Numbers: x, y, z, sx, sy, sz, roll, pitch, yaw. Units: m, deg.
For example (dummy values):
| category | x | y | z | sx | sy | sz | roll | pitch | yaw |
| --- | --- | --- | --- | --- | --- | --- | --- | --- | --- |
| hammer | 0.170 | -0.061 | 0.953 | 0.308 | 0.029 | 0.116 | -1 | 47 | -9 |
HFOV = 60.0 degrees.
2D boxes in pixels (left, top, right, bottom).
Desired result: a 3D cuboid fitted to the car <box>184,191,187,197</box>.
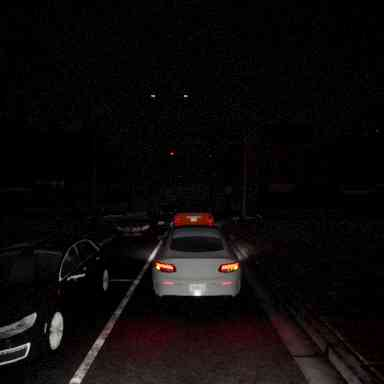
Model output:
| category | x | y | z | sx | sy | sz | roll | pitch | yaw |
| --- | --- | --- | --- | --- | --- | --- | --- | --- | --- |
| car | -2.731 | 1.299 | 71.228 | 2.192 | 1.841 | 5.009 | -1 | 0 | 0 |

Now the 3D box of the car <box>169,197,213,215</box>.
| category | x | y | z | sx | sy | sz | roll | pitch | yaw |
| --- | --- | --- | --- | --- | --- | --- | --- | --- | --- |
| car | 0.083 | 1.351 | 18.112 | 2.097 | 1.767 | 4.553 | 0 | 0 | 0 |

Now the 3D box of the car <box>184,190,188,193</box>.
| category | x | y | z | sx | sy | sz | roll | pitch | yaw |
| --- | --- | --- | --- | --- | --- | --- | --- | --- | --- |
| car | -2.745 | 1.121 | 93.398 | 2.192 | 1.841 | 5.009 | -1 | 1 | 0 |

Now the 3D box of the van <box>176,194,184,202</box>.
| category | x | y | z | sx | sy | sz | roll | pitch | yaw |
| --- | --- | --- | --- | --- | --- | --- | --- | --- | --- |
| van | -2.733 | 1.293 | 76.765 | 1.690 | 1.788 | 3.998 | -1 | 0 | 0 |

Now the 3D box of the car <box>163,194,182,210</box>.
| category | x | y | z | sx | sy | sz | roll | pitch | yaw |
| --- | --- | --- | --- | --- | --- | --- | --- | --- | --- |
| car | -2.706 | 1.478 | 43.529 | 1.967 | 1.590 | 4.097 | -2 | 0 | 0 |

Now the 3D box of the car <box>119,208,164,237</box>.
| category | x | y | z | sx | sy | sz | roll | pitch | yaw |
| --- | --- | --- | --- | --- | --- | --- | --- | --- | --- |
| car | -2.674 | 1.580 | 16.752 | 1.802 | 1.307 | 4.206 | -2 | 0 | 0 |

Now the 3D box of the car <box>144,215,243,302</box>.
| category | x | y | z | sx | sy | sz | roll | pitch | yaw |
| --- | --- | --- | --- | --- | --- | --- | --- | --- | --- |
| car | 0.093 | 1.522 | 8.149 | 1.812 | 1.442 | 4.674 | 0 | 0 | 0 |

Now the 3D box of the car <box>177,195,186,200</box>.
| category | x | y | z | sx | sy | sz | roll | pitch | yaw |
| --- | --- | --- | --- | --- | --- | --- | --- | --- | --- |
| car | -2.737 | 1.419 | 87.849 | 2.008 | 1.369 | 4.403 | -1 | 0 | 0 |

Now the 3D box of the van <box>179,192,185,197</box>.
| category | x | y | z | sx | sy | sz | roll | pitch | yaw |
| --- | --- | --- | --- | --- | --- | --- | --- | --- | --- |
| van | -2.725 | 1.352 | 65.685 | 1.690 | 1.788 | 3.998 | -1 | 0 | 0 |

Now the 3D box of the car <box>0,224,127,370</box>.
| category | x | y | z | sx | sy | sz | roll | pitch | yaw |
| --- | --- | --- | --- | --- | --- | --- | --- | --- | --- |
| car | -2.664 | 1.547 | 5.857 | 2.008 | 1.369 | 4.403 | -2 | 0 | 0 |
